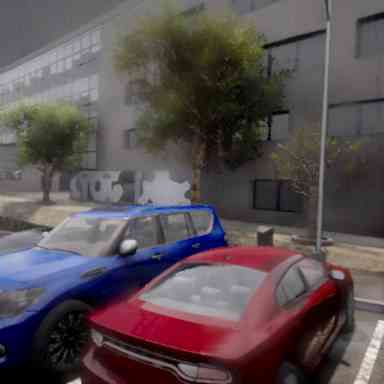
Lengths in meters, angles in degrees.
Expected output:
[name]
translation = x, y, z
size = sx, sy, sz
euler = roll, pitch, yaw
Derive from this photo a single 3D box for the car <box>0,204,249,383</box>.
[car]
translation = -1.349, 1.296, 6.209
size = 2.435, 2.045, 5.566
euler = -1, -1, 35
